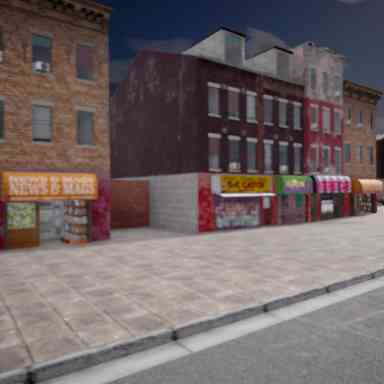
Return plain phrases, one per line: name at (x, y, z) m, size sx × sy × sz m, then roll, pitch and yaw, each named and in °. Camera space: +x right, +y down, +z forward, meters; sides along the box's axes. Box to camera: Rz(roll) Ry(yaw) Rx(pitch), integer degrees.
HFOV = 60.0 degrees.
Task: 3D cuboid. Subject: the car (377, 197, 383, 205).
car at (26.252, 1.150, 43.376) m, size 1.887 × 1.381 × 4.507 m, roll -2°, pitch 0°, yaw -36°
